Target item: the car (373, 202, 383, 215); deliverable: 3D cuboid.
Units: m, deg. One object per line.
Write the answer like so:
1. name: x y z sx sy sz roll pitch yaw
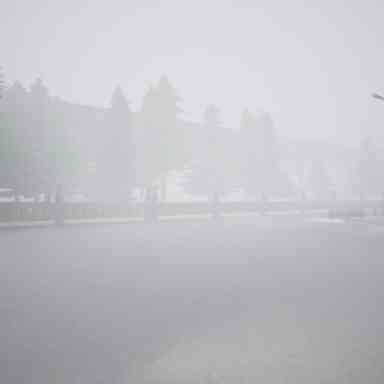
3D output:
1. car: 21.893 1.849 36.810 4.902 1.511 2.128 1 0 -36

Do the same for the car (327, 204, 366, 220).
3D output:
1. car: 14.800 1.841 31.750 4.181 1.385 1.994 1 0 -36
